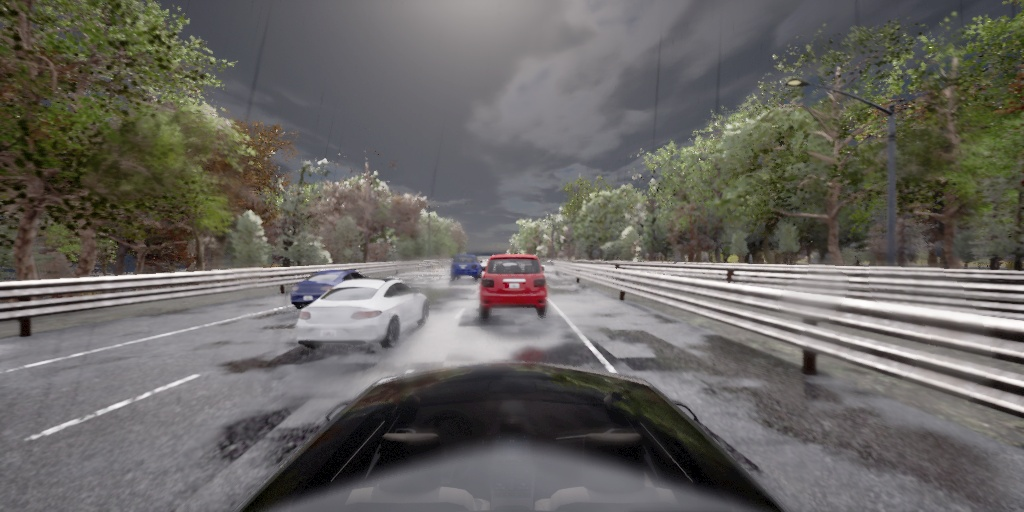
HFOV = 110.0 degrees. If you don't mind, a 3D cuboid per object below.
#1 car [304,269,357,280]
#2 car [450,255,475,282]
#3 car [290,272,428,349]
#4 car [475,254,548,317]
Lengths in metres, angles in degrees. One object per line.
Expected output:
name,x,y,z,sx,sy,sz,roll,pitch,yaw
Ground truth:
car,-6.968,1.265,14.517,1.812,1.442,4.674,0,0,0
car,-3.668,0.954,29.376,2.150,2.045,5.566,0,0,-1
car,-3.429,1.269,8.980,1.812,1.442,4.674,0,0,0
car,0.046,0.960,13.192,2.150,2.045,5.566,0,0,0
